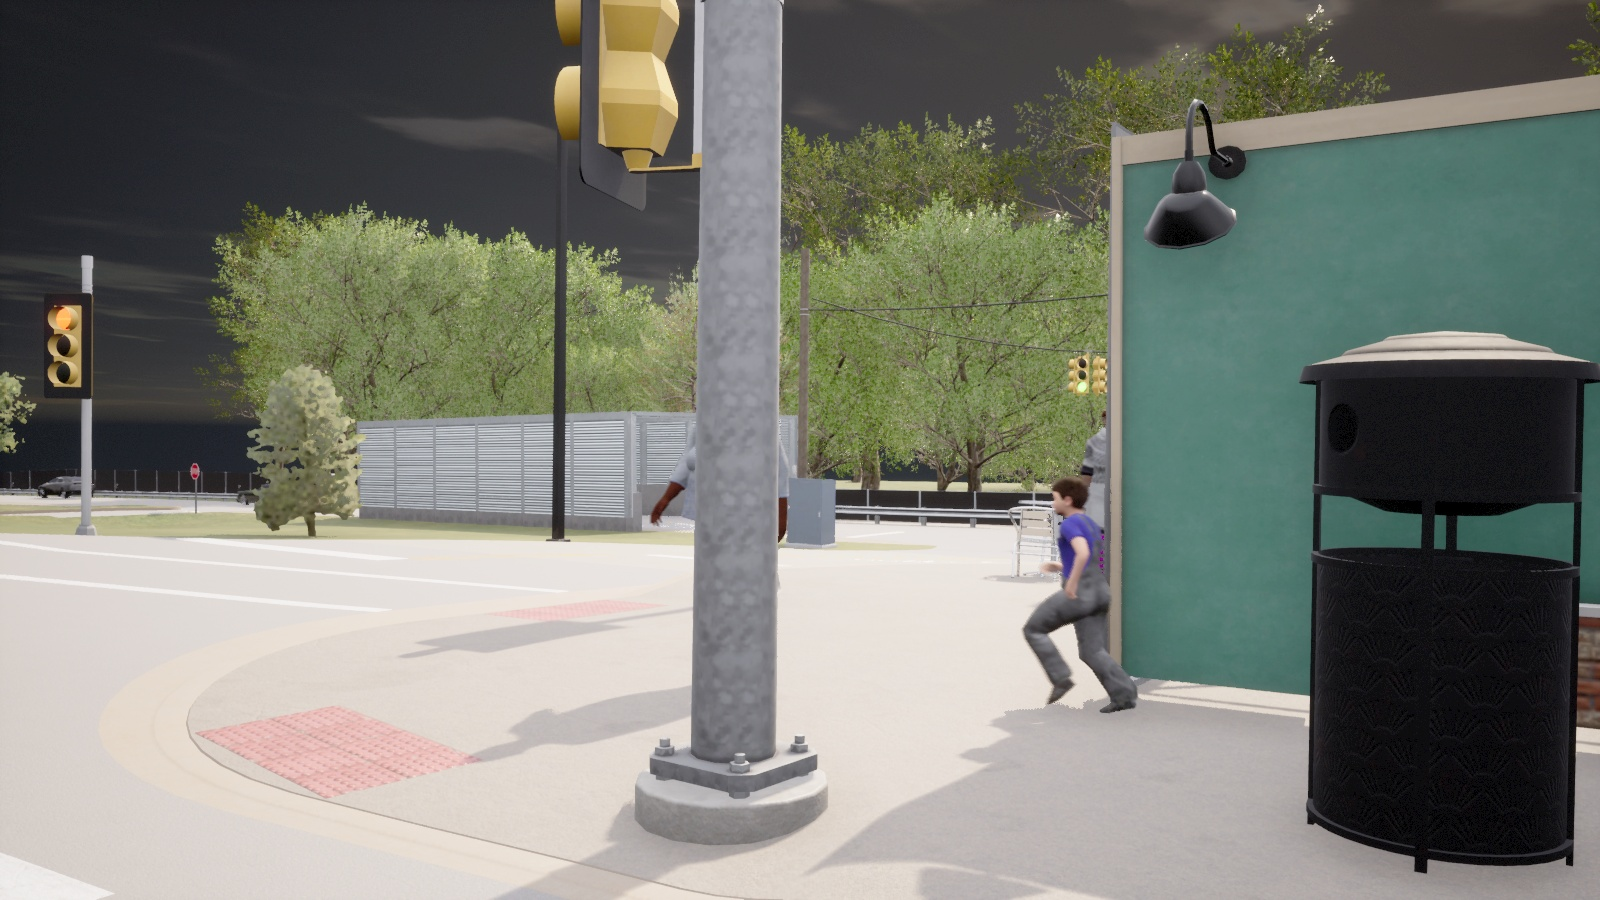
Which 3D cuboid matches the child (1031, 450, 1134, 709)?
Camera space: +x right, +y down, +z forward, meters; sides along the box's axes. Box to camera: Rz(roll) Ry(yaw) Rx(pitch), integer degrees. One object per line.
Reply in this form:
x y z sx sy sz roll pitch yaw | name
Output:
1.440 0.638 6.404 0.437 1.263 0.270 1 1 43 | child

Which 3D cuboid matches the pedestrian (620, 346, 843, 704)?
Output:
-0.382 0.379 7.131 0.874 1.855 0.900 1 1 41 | pedestrian

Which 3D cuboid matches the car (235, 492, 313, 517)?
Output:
-30.716 3.156 73.274 4.718 1.301 1.895 -1 0 33 | car

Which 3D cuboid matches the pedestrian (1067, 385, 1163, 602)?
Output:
2.968 0.382 11.808 0.659 1.952 0.873 0 1 30 | pedestrian
